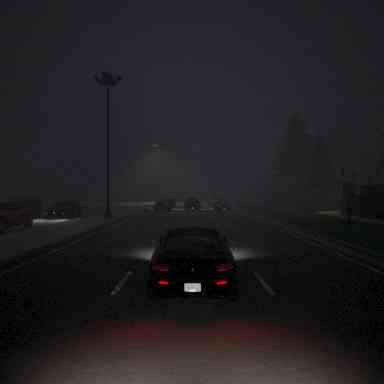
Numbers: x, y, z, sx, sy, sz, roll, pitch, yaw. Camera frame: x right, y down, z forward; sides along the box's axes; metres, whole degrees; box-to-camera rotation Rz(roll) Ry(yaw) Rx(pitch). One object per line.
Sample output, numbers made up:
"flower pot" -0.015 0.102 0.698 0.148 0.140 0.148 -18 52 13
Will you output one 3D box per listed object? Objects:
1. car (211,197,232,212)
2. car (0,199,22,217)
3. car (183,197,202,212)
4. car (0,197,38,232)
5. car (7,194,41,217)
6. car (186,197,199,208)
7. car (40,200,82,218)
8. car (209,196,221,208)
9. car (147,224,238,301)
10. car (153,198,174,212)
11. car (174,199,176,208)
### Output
"car" 3.579 1.601 39.247 1.895 1.301 4.718 0 0 0
"car" -18.436 1.505 31.840 1.837 1.490 4.892 0 0 0
"car" 0.078 1.505 38.808 1.837 1.490 4.892 0 0 0
"car" -11.465 1.352 19.841 2.097 1.767 4.553 0 0 0
"car" -14.942 1.221 28.776 2.150 2.045 5.566 0 0 0
"car" 0.099 1.505 49.228 1.837 1.490 4.892 0 0 0
"car" -11.439 1.505 30.015 1.837 1.490 4.892 0 0 0
"car" 3.599 1.352 49.191 2.097 1.767 4.553 0 0 0
"car" 0.017 1.526 8.198 1.812 1.442 4.674 0 0 0
"car" -3.421 1.526 39.232 1.812 1.442 4.674 0 0 0
"car" -3.401 1.564 49.235 1.994 1.385 4.181 0 0 0
